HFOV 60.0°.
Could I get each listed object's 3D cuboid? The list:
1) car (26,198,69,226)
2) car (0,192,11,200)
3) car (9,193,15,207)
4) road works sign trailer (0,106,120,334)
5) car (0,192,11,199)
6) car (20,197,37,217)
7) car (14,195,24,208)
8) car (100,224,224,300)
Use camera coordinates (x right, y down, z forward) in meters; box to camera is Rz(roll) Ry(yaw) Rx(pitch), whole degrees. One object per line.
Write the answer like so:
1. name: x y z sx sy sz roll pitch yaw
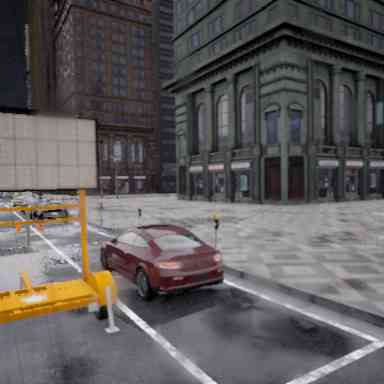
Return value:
1. car: -9.070 1.295 21.197 1.947 1.339 4.313 -3 2 -31
2. car: -36.864 0.812 66.516 1.752 1.417 4.829 -3 2 -31
3. car: -20.039 1.096 39.082 1.752 1.417 4.829 -3 2 -31
4. road works sign trailer: -2.848 0.392 5.741 2.380 3.560 2.880 -2 2 -32
5. car: -42.713 0.742 76.055 1.947 1.339 4.313 -3 2 -31
6. car: -11.790 1.258 25.633 1.947 1.339 4.313 -3 2 -31
7. car: -14.510 1.204 30.067 2.008 1.369 4.403 -3 2 -31
8. car: -0.911 1.416 7.893 1.802 1.307 4.206 -3 2 -31
